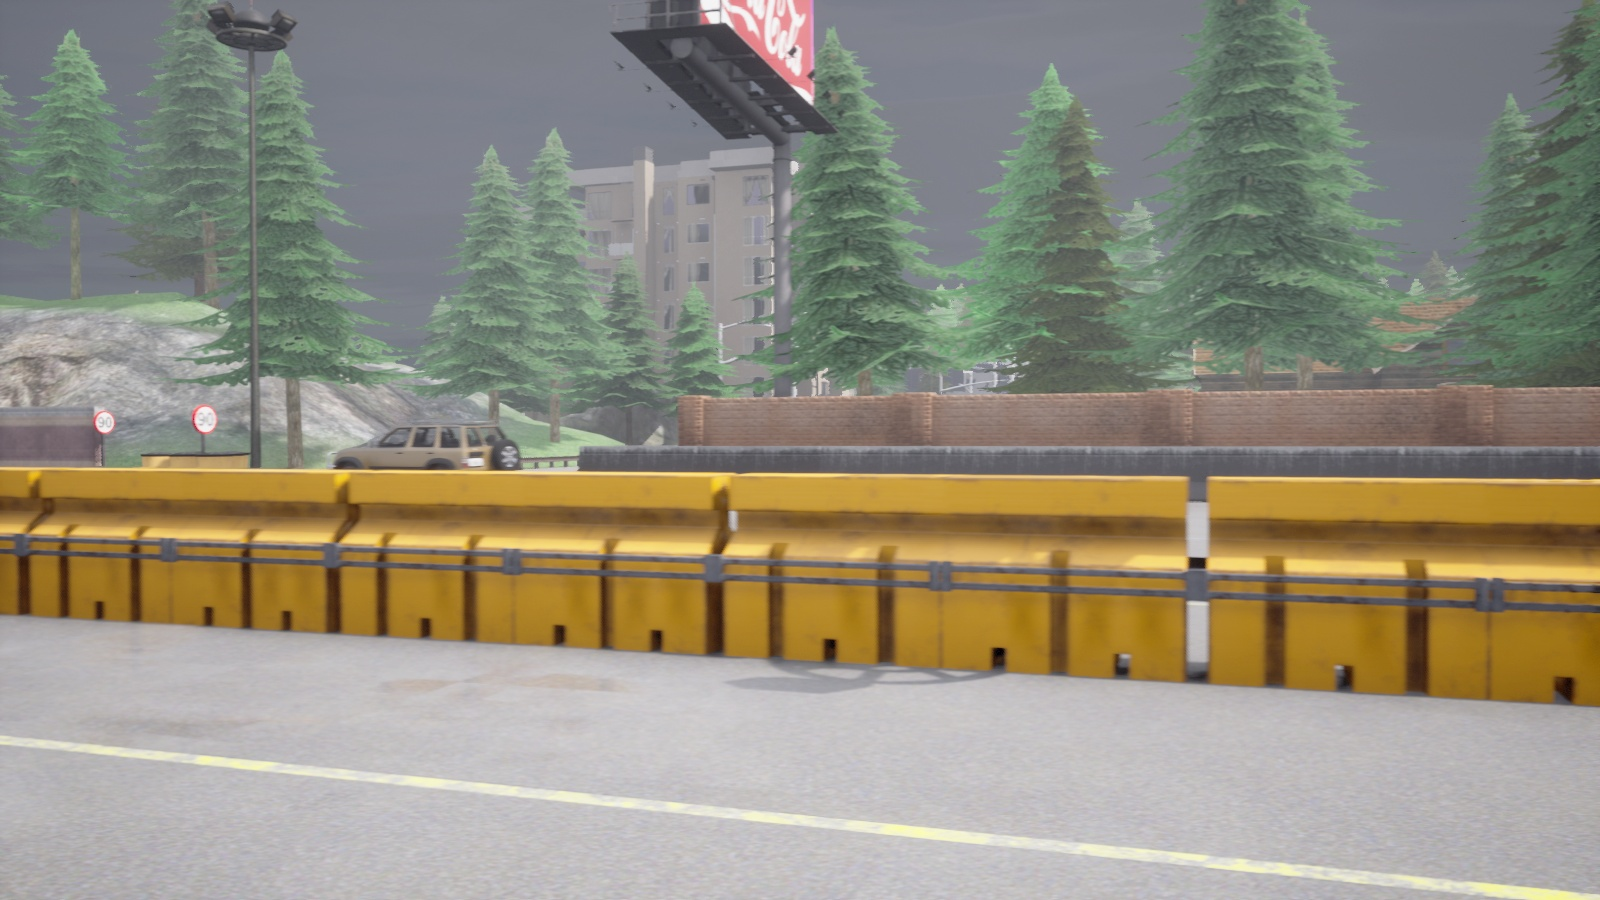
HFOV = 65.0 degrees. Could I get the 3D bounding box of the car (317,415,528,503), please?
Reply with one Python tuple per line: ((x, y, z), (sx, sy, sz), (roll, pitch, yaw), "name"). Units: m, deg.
((-8.634, 0.152, 28.645), (4.605, 1.855, 1.932), (1, 2, 29), "car")
